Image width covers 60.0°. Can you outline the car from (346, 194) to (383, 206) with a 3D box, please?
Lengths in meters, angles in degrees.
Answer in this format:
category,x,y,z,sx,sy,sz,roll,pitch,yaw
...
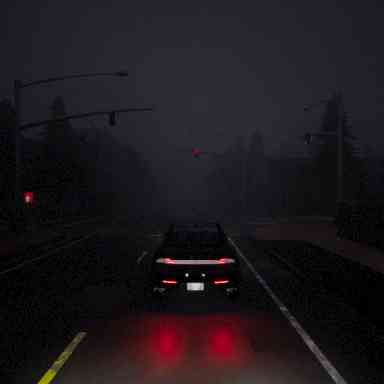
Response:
category,x,y,z,sx,sy,sz,roll,pitch,yaw
car,15.876,1.202,28.946,5.566,2.045,2.150,0,0,-8

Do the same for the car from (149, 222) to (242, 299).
category,x,y,z,sx,sy,sz,roll,pitch,yaw
car,0.082,1.492,8.423,2.128,1.511,4.902,0,0,0
